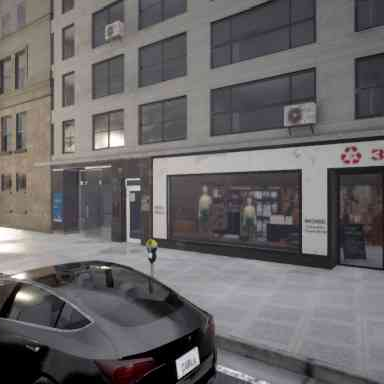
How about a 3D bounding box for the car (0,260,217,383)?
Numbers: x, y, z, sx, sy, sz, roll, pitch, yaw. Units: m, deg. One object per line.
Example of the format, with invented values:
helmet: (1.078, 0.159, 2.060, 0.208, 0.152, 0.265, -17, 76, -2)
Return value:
car: (-1.725, 1.566, 4.200, 4.313, 1.339, 1.947, 0, 0, 36)
